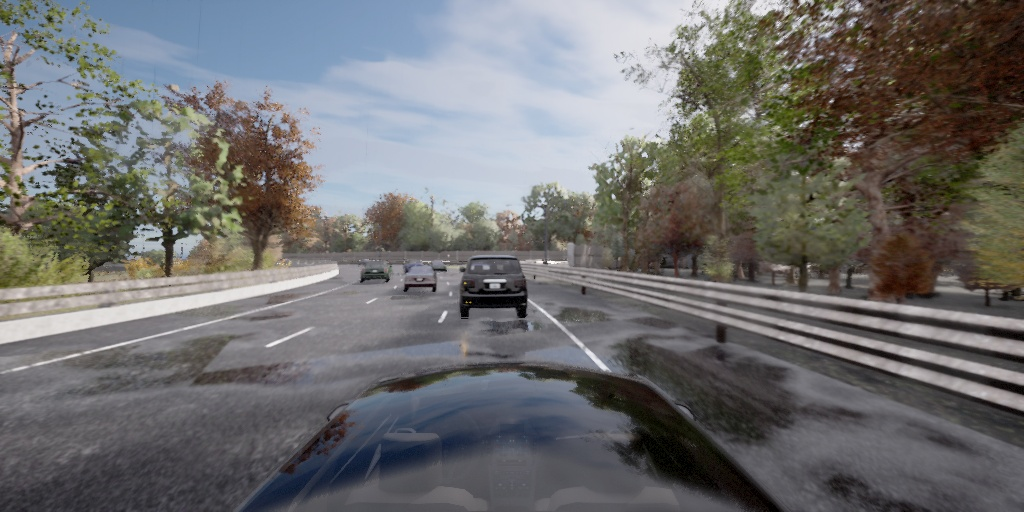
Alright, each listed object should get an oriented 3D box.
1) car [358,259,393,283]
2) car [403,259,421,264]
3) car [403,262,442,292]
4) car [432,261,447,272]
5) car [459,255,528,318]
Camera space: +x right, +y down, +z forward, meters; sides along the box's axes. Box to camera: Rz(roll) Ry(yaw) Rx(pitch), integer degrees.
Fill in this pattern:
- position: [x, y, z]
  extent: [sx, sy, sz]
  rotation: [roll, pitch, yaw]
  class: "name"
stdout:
- position: [-10.832, 1.151, 28.953]
  extent: [2.097, 1.767, 4.553]
  rotation: [0, 0, -15]
  class: "car"
- position: [-11.545, 1.159, 41.989]
  extent: [2.097, 1.767, 4.553]
  rotation: [0, 0, -22]
  class: "car"
- position: [-5.509, 1.325, 21.927]
  extent: [2.033, 1.411, 5.357]
  rotation: [0, 0, -11]
  class: "car"
- position: [-9.921, 1.367, 46.949]
  extent: [1.994, 1.385, 4.181]
  rotation: [0, 0, -23]
  class: "car"
- position: [-0.751, 0.979, 13.213]
  extent: [2.150, 2.045, 5.566]
  rotation: [0, 0, -5]
  class: "car"
